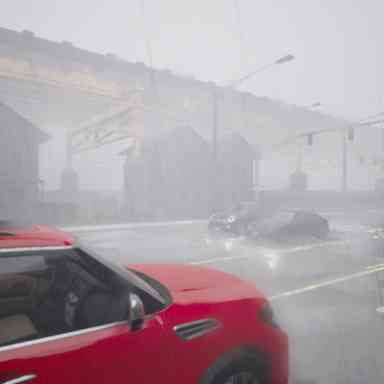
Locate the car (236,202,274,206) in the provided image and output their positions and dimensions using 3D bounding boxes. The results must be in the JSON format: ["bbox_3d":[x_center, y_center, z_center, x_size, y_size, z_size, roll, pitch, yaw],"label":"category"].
[{"bbox_3d":[3.128,1.397,19.042,4.553,1.767,2.097,0,0,-35],"label":"car"}]

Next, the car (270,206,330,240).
[{"bbox_3d":[4.676,1.569,15.852,4.674,1.442,1.812,0,0,-35],"label":"car"}]

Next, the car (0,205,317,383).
[{"bbox_3d":[-1.677,1.224,2.550,5.566,2.045,2.150,0,0,-36],"label":"car"}]
